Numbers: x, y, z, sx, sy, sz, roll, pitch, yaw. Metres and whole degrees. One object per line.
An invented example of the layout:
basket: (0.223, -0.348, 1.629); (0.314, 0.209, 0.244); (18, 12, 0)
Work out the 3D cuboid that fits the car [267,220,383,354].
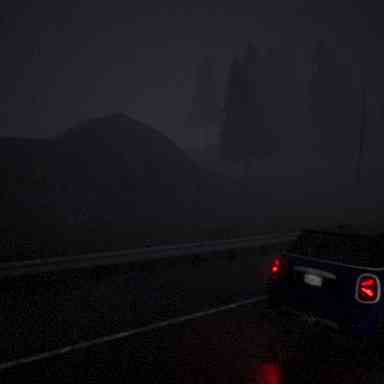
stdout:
car: (3.560, 1.342, 6.207); (4.553, 1.767, 2.097); (0, 0, -35)
